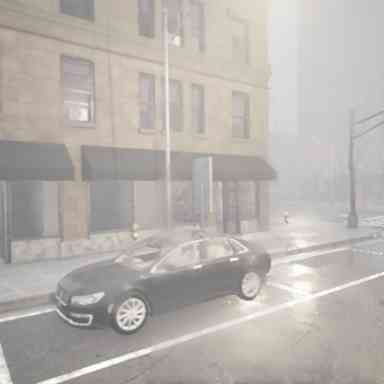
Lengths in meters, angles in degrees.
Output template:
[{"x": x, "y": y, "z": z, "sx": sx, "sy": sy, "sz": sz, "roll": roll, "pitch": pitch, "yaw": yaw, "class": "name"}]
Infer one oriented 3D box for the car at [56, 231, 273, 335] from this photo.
[{"x": -0.315, "y": 1.495, "z": 6.522, "sx": 4.403, "sy": 1.369, "sz": 2.008, "roll": -1, "pitch": 1, "yaw": -35, "class": "car"}]
